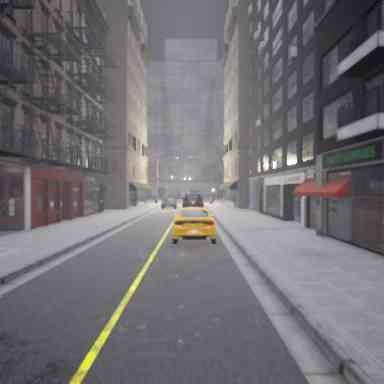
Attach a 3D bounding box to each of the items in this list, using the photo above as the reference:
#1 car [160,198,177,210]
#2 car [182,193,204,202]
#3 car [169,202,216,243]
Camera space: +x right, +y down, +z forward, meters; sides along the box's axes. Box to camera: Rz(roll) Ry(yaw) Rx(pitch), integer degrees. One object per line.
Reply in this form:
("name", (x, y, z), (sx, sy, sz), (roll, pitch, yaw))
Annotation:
("car", (-2.839, 1.441, 41.758), (1.812, 1.442, 4.674), (0, 0, 0))
("car", (0.100, 1.159, 34.996), (2.150, 2.045, 5.566), (0, 0, 0))
("car", (0.101, 1.461, 16.126), (1.882, 1.535, 5.008), (0, 0, 0))
